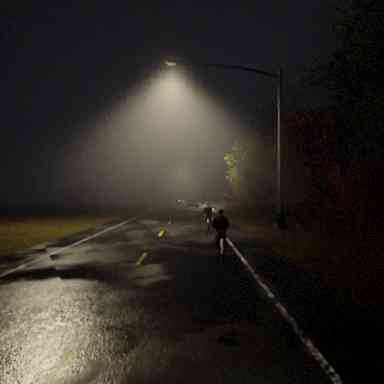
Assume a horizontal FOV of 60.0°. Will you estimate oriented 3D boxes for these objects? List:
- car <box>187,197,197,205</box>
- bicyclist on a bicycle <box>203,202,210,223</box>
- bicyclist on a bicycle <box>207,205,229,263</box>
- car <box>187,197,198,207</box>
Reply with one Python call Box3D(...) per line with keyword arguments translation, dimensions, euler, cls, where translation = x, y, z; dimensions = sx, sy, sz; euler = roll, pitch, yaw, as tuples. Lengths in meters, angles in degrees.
Box3D(translation=(-0.013, 1.947, 73.628), dimensions=(2.128, 1.511, 4.902), euler=(0, 0, 0), cls="car")
Box3D(translation=(0.959, 1.487, 20.328), dimensions=(0.659, 1.776, 1.843), euler=(0, 0, 0), cls="bicyclist on a bicycle")
Box3D(translation=(0.961, 1.436, 11.328), dimensions=(0.659, 1.776, 1.843), euler=(0, 0, 0), cls="bicyclist on a bicycle")
Box3D(translation=(0.090, 1.925, 56.686), dimensions=(1.895, 1.301, 4.718), euler=(0, 0, 0), cls="car")
